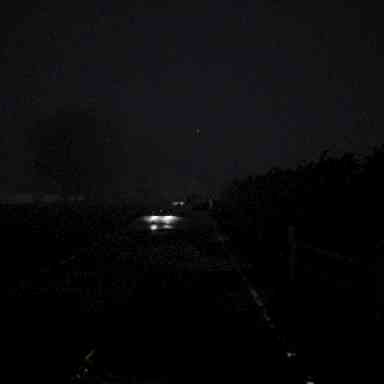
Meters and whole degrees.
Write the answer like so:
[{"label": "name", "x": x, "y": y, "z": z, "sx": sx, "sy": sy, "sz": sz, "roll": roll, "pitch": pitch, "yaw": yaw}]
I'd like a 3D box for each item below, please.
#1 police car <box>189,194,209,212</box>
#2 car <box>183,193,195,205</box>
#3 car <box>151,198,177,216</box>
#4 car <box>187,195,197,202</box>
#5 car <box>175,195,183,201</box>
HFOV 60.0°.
[{"label": "police car", "x": 0.945, "y": 1.436, "z": 39.419, "sx": 1.930, "sy": 1.638, "sz": 5.238, "roll": 0, "pitch": 0, "yaw": 0}, {"label": "car", "x": -0.023, "y": 1.243, "z": 57.519, "sx": 2.150, "sy": 2.045, "sz": 5.566, "roll": 0, "pitch": 0, "yaw": 0}, {"label": "car", "x": -2.859, "y": 1.572, "z": 32.768, "sx": 1.994, "sy": 1.385, "sz": 4.181, "roll": 0, "pitch": 0, "yaw": 0}, {"label": "car", "x": -0.029, "y": 1.414, "z": 70.200, "sx": 1.994, "sy": 1.385, "sz": 4.181, "roll": 0, "pitch": 0, "yaw": 0}, {"label": "car", "x": -2.782, "y": 1.408, "z": 73.876, "sx": 1.994, "sy": 1.385, "sz": 4.181, "roll": 0, "pitch": 0, "yaw": 0}]
